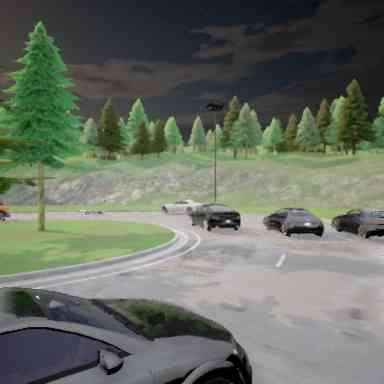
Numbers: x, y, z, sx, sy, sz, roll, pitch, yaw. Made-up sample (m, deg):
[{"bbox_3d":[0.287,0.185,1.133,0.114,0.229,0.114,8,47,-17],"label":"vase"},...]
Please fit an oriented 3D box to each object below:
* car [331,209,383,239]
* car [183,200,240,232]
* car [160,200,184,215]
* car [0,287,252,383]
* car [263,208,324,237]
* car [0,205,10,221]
[{"bbox_3d":[8.877,1.533,17.060,1.994,1.385,4.181,0,0,-2],"label":"car"},{"bbox_3d":[1.217,1.454,20.372,1.882,1.535,5.008,1,0,-17],"label":"car"},{"bbox_3d":[-0.902,1.492,32.588,4.674,1.442,1.812,0,0,29],"label":"car"},{"bbox_3d":[-1.425,1.563,2.750,4.181,1.385,1.994,0,0,-38],"label":"car"},{"bbox_3d":[5.368,1.537,18.076,1.994,1.385,4.181,0,0,-6],"label":"car"},{"bbox_3d":[-16.276,1.349,24.938,4.553,1.767,2.097,0,0,-33],"label":"car"}]
